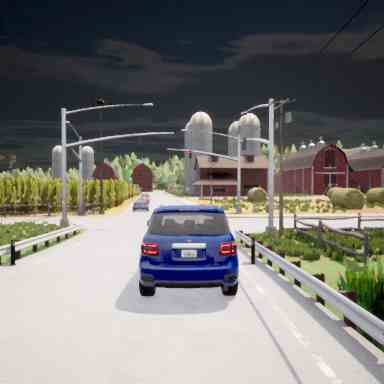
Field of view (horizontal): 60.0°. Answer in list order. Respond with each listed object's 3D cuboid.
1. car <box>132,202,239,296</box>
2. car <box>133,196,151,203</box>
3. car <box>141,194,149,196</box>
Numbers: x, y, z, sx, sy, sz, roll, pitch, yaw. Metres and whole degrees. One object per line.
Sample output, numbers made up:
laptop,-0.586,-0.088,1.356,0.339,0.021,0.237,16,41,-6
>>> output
car,-0.106,1.366,9.096,2.150,2.045,5.566,0,-2,-1
car,-6.027,1.575,39.911,1.812,1.442,4.674,0,1,-4
car,-8.362,1.094,59.422,2.097,1.767,4.553,0,1,-7
